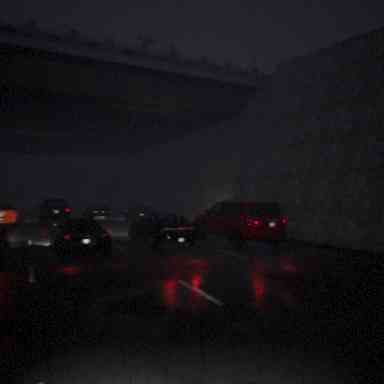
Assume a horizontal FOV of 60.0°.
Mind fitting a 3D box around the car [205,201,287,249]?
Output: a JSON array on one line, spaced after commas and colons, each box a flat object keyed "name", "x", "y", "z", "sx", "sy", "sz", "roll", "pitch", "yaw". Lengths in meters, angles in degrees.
[{"name": "car", "x": 2.064, "y": 1.415, "z": 15.850, "sx": 2.150, "sy": 2.045, "sz": 5.566, "roll": 0, "pitch": 0, "yaw": -26}]

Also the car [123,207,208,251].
[{"name": "car", "x": -1.474, "y": 1.670, "z": 15.125, "sx": 2.128, "sy": 1.511, "sz": 4.902, "roll": 0, "pitch": -1, "yaw": -26}]

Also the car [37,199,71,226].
[{"name": "car", "x": -10.858, "y": 1.522, "z": 26.195, "sx": 2.150, "sy": 2.045, "sz": 5.566, "roll": 0, "pitch": 0, "yaw": -26}]

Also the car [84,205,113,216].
[{"name": "car", "x": -8.120, "y": 1.821, "z": 28.571, "sx": 2.128, "sy": 1.511, "sz": 4.902, "roll": 0, "pitch": -1, "yaw": -26}]

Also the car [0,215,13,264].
[{"name": "car", "x": -7.639, "y": 1.733, "z": 11.793, "sx": 1.895, "sy": 1.301, "sz": 4.718, "roll": 0, "pitch": -1, "yaw": -26}]

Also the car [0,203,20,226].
[{"name": "car", "x": -14.360, "y": 1.635, "z": 25.402, "sx": 2.097, "sy": 1.767, "sz": 4.553, "roll": 0, "pitch": -1, "yaw": -26}]

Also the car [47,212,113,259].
[{"name": "car", "x": -4.605, "y": 1.720, "z": 13.560, "sx": 1.994, "sy": 1.385, "sz": 4.181, "roll": 0, "pitch": -1, "yaw": -26}]

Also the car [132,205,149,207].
[{"name": "car", "x": -4.551, "y": 1.887, "z": 29.228, "sx": 2.033, "sy": 1.411, "sz": 5.357, "roll": 0, "pitch": -1, "yaw": -26}]
